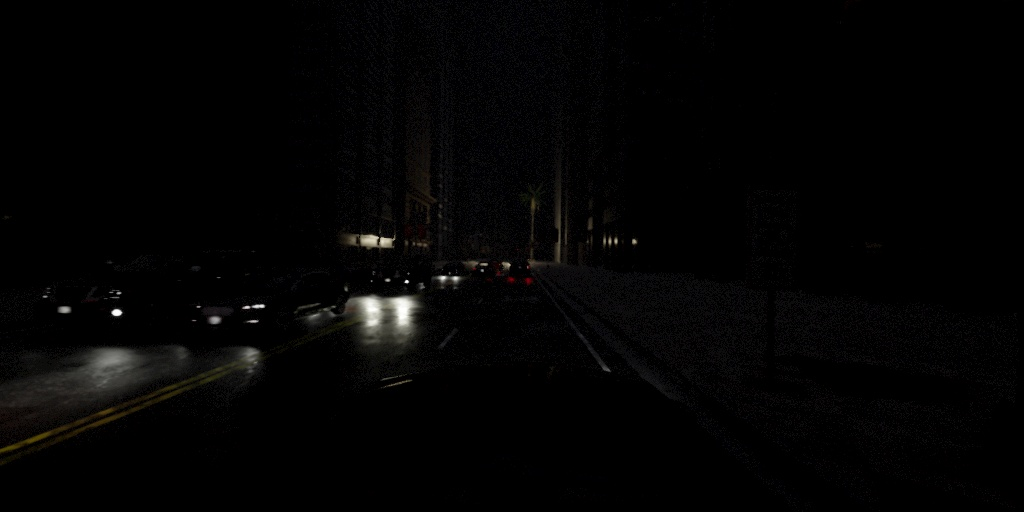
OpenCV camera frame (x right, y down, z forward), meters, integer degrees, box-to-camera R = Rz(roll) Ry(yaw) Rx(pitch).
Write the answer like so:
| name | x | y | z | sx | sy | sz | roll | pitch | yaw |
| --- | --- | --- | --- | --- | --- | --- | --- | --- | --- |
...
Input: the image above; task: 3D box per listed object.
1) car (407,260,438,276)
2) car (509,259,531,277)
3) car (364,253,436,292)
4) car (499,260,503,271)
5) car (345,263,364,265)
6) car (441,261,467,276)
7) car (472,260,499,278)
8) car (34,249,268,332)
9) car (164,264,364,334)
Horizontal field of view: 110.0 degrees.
| name | x | y | z | sx | sy | sz | roll | pitch | yaw |
| --- | --- | --- | --- | --- | --- | --- | --- | --- | --- |
| car | -9.060 | 1.153 | 36.585 | 1.837 | 1.490 | 4.892 | 1 | 0 | 1 |
| car | 0.786 | 1.091 | 36.126 | 2.097 | 1.767 | 4.553 | 1 | 0 | 1 |
| car | -6.222 | 0.865 | 20.907 | 2.150 | 2.045 | 5.566 | 1 | 0 | 1 |
| car | -2.247 | 1.212 | 48.257 | 1.812 | 1.442 | 4.674 | 1 | 0 | 2 |
| car | -9.473 | 1.142 | 21.059 | 2.033 | 1.411 | 5.357 | 1 | 0 | 1 |
| car | -5.811 | 1.243 | 36.518 | 2.033 | 1.411 | 5.357 | 1 | 0 | 1 |
| car | -2.556 | 1.254 | 33.452 | 1.994 | 1.385 | 4.181 | 1 | 0 | 1 |
| car | -9.681 | 0.820 | 10.605 | 2.150 | 2.045 | 5.566 | 1 | 0 | 2 |
| car | -6.455 | 1.138 | 10.297 | 2.128 | 1.511 | 4.902 | 1 | 0 | 1 |
